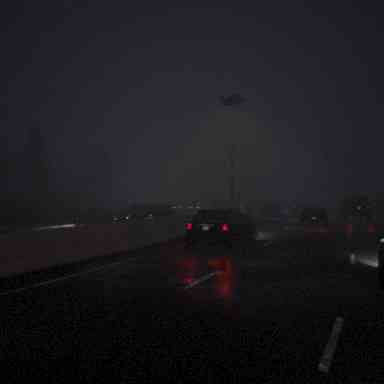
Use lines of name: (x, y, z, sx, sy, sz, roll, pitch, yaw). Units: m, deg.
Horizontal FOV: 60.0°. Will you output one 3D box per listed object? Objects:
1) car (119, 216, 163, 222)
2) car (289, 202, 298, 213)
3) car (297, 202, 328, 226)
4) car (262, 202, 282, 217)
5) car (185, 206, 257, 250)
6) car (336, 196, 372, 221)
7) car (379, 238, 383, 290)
car: (-2.789, 1.626, 23.522, 2.097, 1.767, 4.553, -1, -1, 21)
car: (13.231, 1.872, 41.417, 1.994, 1.385, 4.181, -1, -1, 10)
car: (9.178, 1.656, 25.170, 1.882, 1.535, 5.008, -1, 0, 19)
car: (8.480, 1.768, 35.330, 1.882, 1.535, 5.008, -1, -1, 14)
car: (1.497, 1.501, 15.362, 2.097, 1.767, 4.553, -1, -1, 26)
car: (14.140, 1.396, 29.207, 2.150, 2.045, 5.566, -1, -1, 16)
car: (5.477, 1.597, 7.685, 1.994, 1.385, 4.181, -1, -1, 29)
